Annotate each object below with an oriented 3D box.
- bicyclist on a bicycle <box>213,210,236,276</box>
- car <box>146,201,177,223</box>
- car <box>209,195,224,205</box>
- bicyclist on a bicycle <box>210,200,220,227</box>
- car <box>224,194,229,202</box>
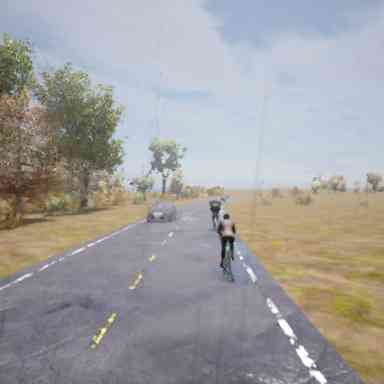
[{"bbox_3d":[0.988,1.438,9.368,0.582,1.620,1.656,0,0,1],"label":"bicyclist on a bicycle"},{"bbox_3d":[-2.229,1.451,25.521,2.128,1.511,4.902,0,0,4],"label":"car"},{"bbox_3d":[3.956,1.528,55.856,1.895,1.301,4.718,0,0,8],"label":"car"},{"bbox_3d":[1.363,1.342,19.524,0.659,1.776,1.843,0,0,3],"label":"bicyclist on a bicycle"},{"bbox_3d":[6.561,1.452,73.376,2.033,1.411,5.357,0,0,10],"label":"car"}]
